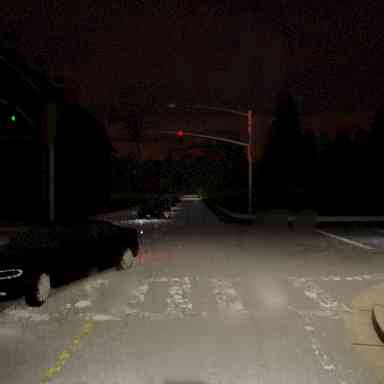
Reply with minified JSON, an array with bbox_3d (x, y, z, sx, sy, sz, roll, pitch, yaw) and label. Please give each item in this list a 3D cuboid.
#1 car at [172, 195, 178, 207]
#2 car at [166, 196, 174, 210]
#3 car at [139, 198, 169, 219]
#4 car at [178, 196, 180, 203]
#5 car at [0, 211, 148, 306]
[{"bbox_3d":[-3.506,1.526,49.956,1.812,1.442,4.674,0,0,0],"label":"car"},{"bbox_3d":[-3.533,1.505,39.677,1.837,1.490,4.892,0,0,0],"label":"car"},{"bbox_3d":[-3.550,1.547,29.836,2.033,1.411,5.357,0,0,0],"label":"car"},{"bbox_3d":[-3.389,1.364,65.658,2.097,1.767,4.553,0,0,0],"label":"car"},{"bbox_3d":[-3.242,1.464,8.400,1.882,1.535,5.008,-1,0,21],"label":"car"}]
